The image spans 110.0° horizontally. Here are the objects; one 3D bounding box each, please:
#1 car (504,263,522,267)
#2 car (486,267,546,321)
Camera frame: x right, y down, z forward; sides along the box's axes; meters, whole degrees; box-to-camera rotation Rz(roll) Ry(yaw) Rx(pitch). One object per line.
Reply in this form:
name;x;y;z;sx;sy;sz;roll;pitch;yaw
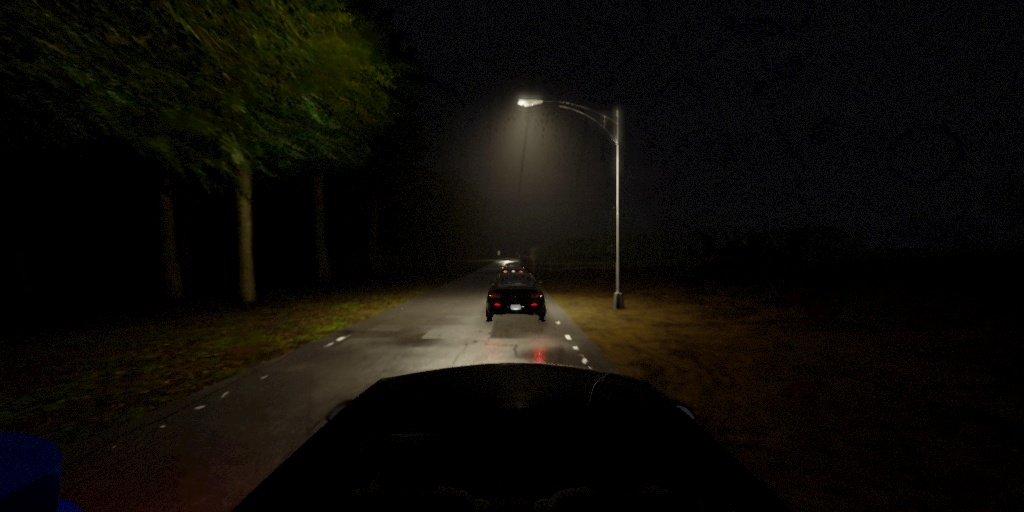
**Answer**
car;0.101;1.264;30.348;2.033;1.411;5.357;0;0;0
car;0.111;1.272;12.357;1.812;1.442;4.674;0;0;0
